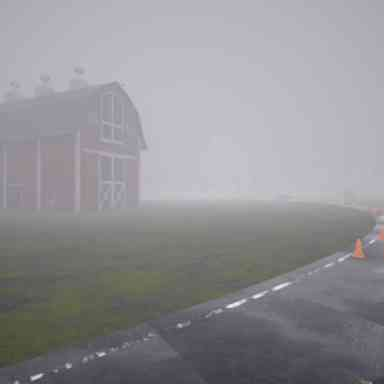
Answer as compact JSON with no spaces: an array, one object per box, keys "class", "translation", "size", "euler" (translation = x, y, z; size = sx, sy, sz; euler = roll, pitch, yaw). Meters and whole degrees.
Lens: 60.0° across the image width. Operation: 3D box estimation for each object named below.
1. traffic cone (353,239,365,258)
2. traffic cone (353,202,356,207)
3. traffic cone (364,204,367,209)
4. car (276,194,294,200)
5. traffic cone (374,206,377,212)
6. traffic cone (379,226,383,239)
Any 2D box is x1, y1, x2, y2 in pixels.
[{"class":"traffic cone","translation":[5.589,1.863,11.147],"size":[0.340,0.580,0.340],"euler":[0,0,41]},{"class":"traffic cone","translation":[20.124,1.555,41.172],"size":[0.340,0.580,0.340],"euler":[0,0,11]},{"class":"traffic cone","translation":[19.024,1.597,36.482],"size":[0.340,0.580,0.340],"euler":[0,1,15]},{"class":"car","translation":[20.259,1.016,72.262],"size":[1.994,1.385,4.181],"euler":[0,0,-23]},{"class":"traffic cone","translation":[17.583,1.640,31.885],"size":[0.340,0.580,0.340],"euler":[0,1,20]},{"class":"traffic cone","translation":[8.586,1.817,14.919],"size":[0.340,0.580,0.340],"euler":[0,0,36]}]
